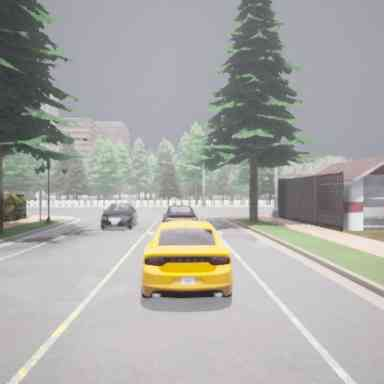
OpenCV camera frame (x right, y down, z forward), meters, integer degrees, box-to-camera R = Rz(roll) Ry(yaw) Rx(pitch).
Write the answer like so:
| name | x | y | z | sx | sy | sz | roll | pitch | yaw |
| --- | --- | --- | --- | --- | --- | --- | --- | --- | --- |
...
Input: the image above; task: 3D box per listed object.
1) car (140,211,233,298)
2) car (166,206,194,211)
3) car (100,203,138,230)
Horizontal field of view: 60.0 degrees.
| name | x | y | z | sx | sy | sz | roll | pitch | yaw |
| --- | --- | --- | --- | --- | --- | --- | --- | --- | --- |
| car | -0.158 | 1.473 | 8.546 | 1.882 | 1.535 | 5.008 | 0 | 0 | -2 |
| car | -0.674 | 1.483 | 18.029 | 2.128 | 1.511 | 4.902 | 0 | 0 | -4 |
| car | -4.535 | 1.481 | 21.158 | 2.128 | 1.511 | 4.902 | 0 | 0 | -4 |
